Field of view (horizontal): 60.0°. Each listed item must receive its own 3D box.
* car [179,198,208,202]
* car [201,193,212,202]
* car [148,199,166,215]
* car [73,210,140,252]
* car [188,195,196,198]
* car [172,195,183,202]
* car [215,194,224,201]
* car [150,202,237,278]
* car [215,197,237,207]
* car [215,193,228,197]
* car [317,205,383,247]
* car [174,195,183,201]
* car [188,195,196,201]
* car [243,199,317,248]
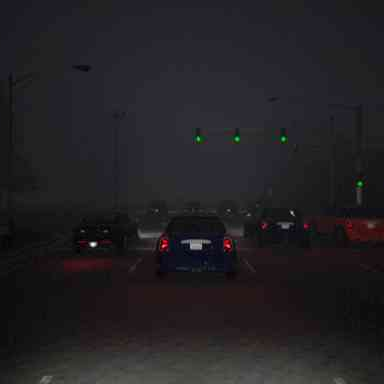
[{"bbox_3d":[0.101,1.579,30.176,2.033,1.411,5.357,0,0,0],"label":"car"},{"bbox_3d":[3.502,1.610,75.308,2.033,1.411,5.357,0,0,0],"label":"car"},{"bbox_3d":[-3.399,1.541,34.446,1.837,1.490,4.892,0,0,0],"label":"car"},{"bbox_3d":[-3.401,1.521,13.862,1.837,1.490,4.892,0,0,0],"label":"car"},{"bbox_3d":[0.002,1.595,75.725,1.812,1.442,4.674,0,0,0],"label":"car"},{"bbox_3d":[-3.498,1.548,75.308,1.882,1.535,5.008,0,0,0],"label":"car"},{"bbox_3d":[7.002,1.399,85.728,1.882,1.535,5.008,0,0,0],"label":"car"},{"bbox_3d":[0.100,1.362,10.309,2.097,1.767,4.553,0,0,0],"label":"car"},{"bbox_3d":[3.602,1.541,35.178,1.837,1.490,4.892,0,0,0],"label":"car"},{"bbox_3d":[7.002,1.295,75.338,2.150,2.045,5.566,0,0,0],"label":"car"},{"bbox_3d":[7.101,1.367,15.315,2.097,1.767,4.553,0,0,0],"label":"car"},{"bbox_3d":[-3.498,1.474,85.728,1.994,1.385,4.181,0,0,0],"label":"car"},{"bbox_3d":[0.002,1.517,85.758,1.895,1.301,4.718,0,0,0],"label":"car"},{"bbox_3d":[3.601,1.366,14.950,2.097,1.767,4.553,0,0,0],"label":"car"}]
